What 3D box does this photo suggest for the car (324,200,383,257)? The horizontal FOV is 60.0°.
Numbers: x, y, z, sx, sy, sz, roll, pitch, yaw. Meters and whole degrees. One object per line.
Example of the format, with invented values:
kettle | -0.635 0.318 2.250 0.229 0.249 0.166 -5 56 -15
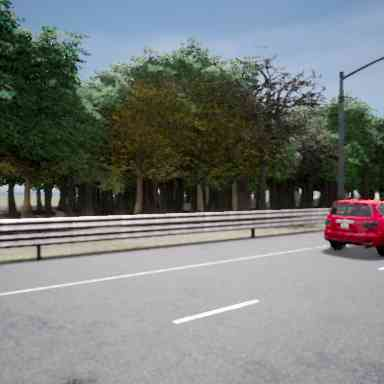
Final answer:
car | 7.758 1.345 13.711 5.566 2.045 2.150 0 0 -35
